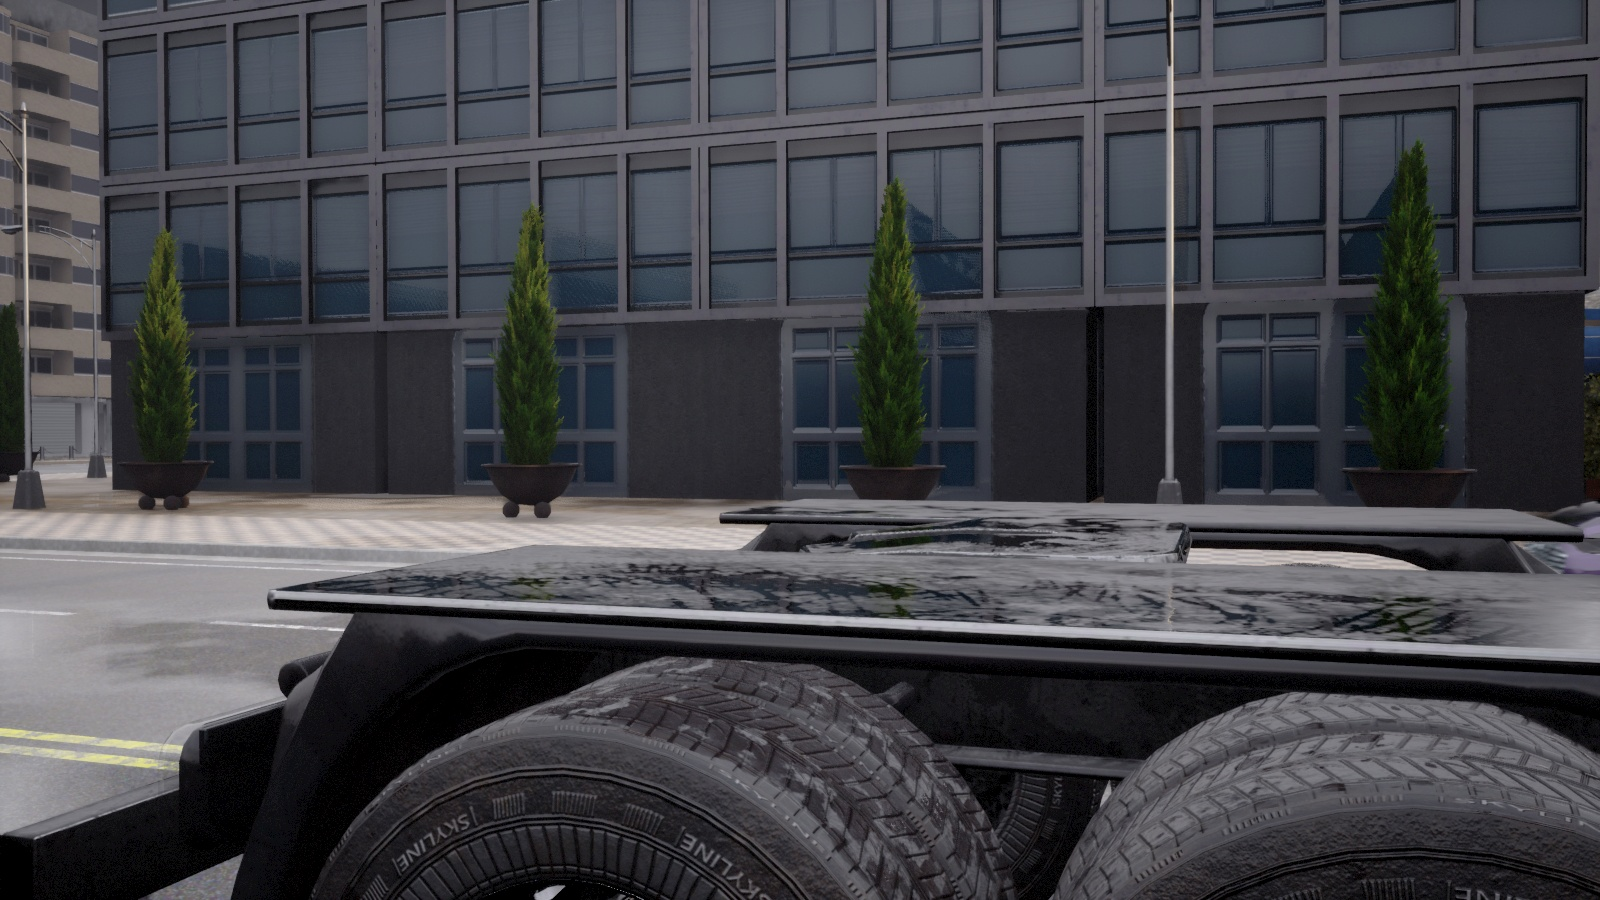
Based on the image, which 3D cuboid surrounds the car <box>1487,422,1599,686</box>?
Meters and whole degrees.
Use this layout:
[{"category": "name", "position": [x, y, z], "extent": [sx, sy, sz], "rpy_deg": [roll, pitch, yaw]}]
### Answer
[{"category": "car", "position": [7.364, 0.655, 8.097], "extent": [4.856, 1.649, 2.033], "rpy_deg": [1, 1, 19]}]

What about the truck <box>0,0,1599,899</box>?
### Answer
[{"category": "truck", "position": [2.642, -0.182, 2.289], "extent": [7.936, 3.462, 2.891], "rpy_deg": [1, 1, 19]}]
